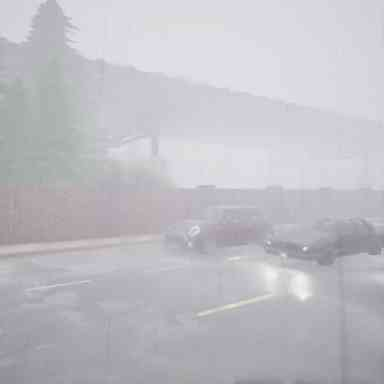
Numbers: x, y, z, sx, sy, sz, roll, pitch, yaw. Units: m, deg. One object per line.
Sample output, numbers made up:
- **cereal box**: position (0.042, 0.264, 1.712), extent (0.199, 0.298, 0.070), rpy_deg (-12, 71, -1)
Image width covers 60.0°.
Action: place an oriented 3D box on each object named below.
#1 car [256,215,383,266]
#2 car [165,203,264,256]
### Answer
- **car**: position (5.005, 1.573, 11.805), extent (5.357, 1.411, 2.033), rpy_deg (0, 0, -35)
- **car**: position (1.165, 1.372, 13.382), extent (4.553, 1.767, 2.097), rpy_deg (0, 0, -35)
